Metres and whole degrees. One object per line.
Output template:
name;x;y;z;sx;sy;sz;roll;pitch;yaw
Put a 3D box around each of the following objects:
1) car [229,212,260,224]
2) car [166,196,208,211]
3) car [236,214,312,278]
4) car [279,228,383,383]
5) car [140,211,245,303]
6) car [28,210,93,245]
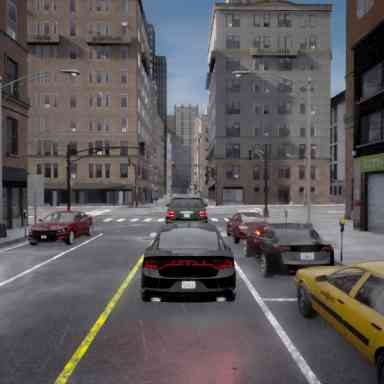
car;2.625;1.576;15.582;1.802;1.307;4.206;-1;0;-1
car;-0.291;1.215;18.434;2.150;2.045;5.566;0;0;-1
car;2.715;1.563;9.997;1.947;1.339;4.313;-1;0;-1
car;2.801;1.524;4.581;1.752;1.417;4.829;-1;0;-1
car;-0.083;1.475;8.304;1.882;1.535;5.008;0;0;-1
car;-5.919;1.539;15.442;1.887;1.381;4.507;-1;0;-1
